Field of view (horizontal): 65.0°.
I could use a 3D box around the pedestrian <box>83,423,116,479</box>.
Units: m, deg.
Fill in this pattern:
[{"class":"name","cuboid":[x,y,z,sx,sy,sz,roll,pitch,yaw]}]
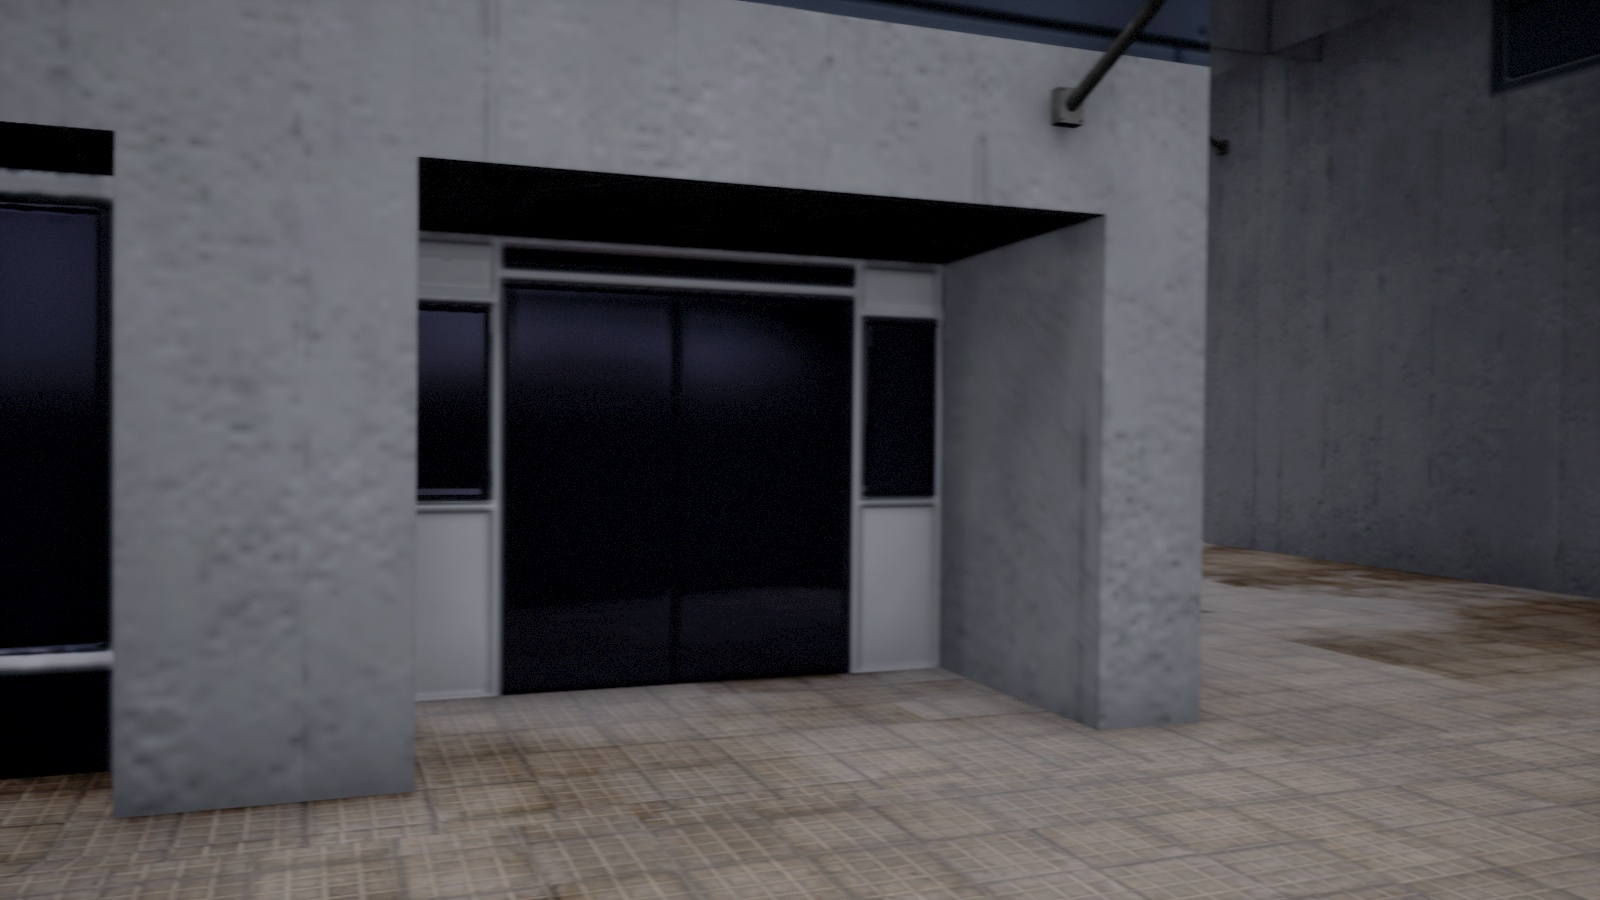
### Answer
[{"class":"pedestrian","cuboid":[-23.507,0.027,42.137,0.849,1.883,0.563,-1,1,-21]}]
